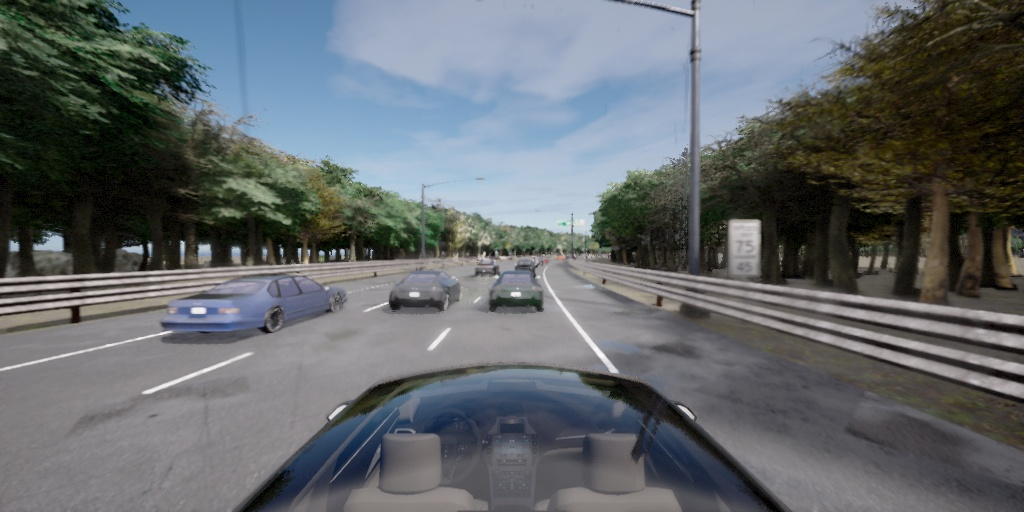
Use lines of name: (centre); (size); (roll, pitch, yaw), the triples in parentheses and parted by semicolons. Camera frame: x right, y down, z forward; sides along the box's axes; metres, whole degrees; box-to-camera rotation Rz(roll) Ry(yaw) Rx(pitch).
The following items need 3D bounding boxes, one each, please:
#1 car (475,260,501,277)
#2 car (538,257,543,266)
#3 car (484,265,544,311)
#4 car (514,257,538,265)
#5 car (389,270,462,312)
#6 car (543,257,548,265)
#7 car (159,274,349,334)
car: (-2.172, 1.072, 32.851); (2.128, 1.511, 4.902); (0, 0, 4)
car: (2.836, 1.105, 49.393); (1.895, 1.301, 4.718); (0, 0, 7)
car: (0.202, 1.249, 14.146); (1.994, 1.385, 4.181); (0, 0, 2)
car: (1.256, 1.093, 33.332); (1.837, 1.490, 4.892); (0, 0, 5)
car: (-3.183, 1.240, 13.904); (1.994, 1.385, 4.181); (0, 0, 2)
car: (4.454, 0.927, 61.272); (2.128, 1.511, 4.902); (0, 0, 9)
car: (-6.799, 1.232, 10.343); (2.033, 1.411, 5.357); (0, 0, 1)
